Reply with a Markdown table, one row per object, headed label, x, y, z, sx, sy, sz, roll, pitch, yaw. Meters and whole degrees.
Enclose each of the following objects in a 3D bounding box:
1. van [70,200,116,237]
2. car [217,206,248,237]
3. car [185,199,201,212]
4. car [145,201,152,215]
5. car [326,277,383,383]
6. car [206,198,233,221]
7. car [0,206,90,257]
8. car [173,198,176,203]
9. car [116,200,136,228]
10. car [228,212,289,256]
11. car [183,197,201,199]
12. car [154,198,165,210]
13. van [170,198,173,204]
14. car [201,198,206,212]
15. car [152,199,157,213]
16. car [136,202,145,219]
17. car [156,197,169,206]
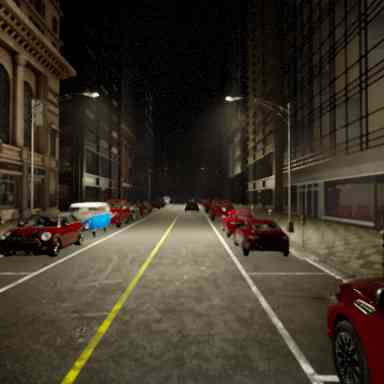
| label | x | y | z | sx | sy | sz | roll | pitch | yaw |
| --- | --- | --- | --- | --- | --- | --- | --- | --- | --- |
| van | -5.842 | 1.522 | 19.002 | 1.690 | 1.788 | 3.998 | 1 | -1 | 0 |
| car | 2.681 | 1.725 | 18.994 | 1.887 | 1.381 | 4.507 | 1 | -1 | 0 |
| car | 0.013 | 1.981 | 45.282 | 1.994 | 1.385 | 4.181 | 0 | 0 | 0 |
| car | -5.840 | 1.879 | 35.873 | 1.887 | 1.381 | 4.507 | 1 | -1 | 0 |
| car | 2.678 | 1.337 | 2.123 | 2.192 | 1.841 | 5.009 | 1 | -1 | 0 |
| car | 2.687 | 1.598 | 30.245 | 2.192 | 1.841 | 5.009 | 1 | -1 | 0 |
| car | -5.845 | 1.569 | 13.376 | 1.967 | 1.590 | 4.097 | 1 | -1 | 0 |
| car | -5.826 | 2.346 | 86.493 | 1.947 | 1.339 | 4.313 | 1 | -1 | 0 |
| car | -5.841 | 1.547 | 24.627 | 2.192 | 1.841 | 5.009 | 1 | -1 | 0 |
| car | 2.680 | 1.710 | 13.369 | 1.802 | 1.307 | 4.206 | 1 | -1 | 0 |
| car | 0.015 | 1.996 | 55.284 | 2.128 | 1.511 | 4.902 | 0 | 0 | 0 |
| car | -5.835 | 2.027 | 52.747 | 1.887 | 1.381 | 4.507 | 1 | -1 | 0 |
| van | -5.827 | 2.021 | 75.246 | 1.690 | 1.788 | 3.998 | 1 | -1 | 0 |
| car | 2.690 | 1.698 | 41.493 | 2.192 | 1.841 | 5.009 | 1 | -1 | 0 |
| car | -5.838 | 1.908 | 41.328 | 1.752 | 1.417 | 4.829 | 1 | -1 | 0 |
| car | -5.841 | 1.834 | 30.249 | 2.008 | 1.369 | 4.403 | 1 | -1 | 0 |
| car | -5.831 | 1.847 | 58.373 | 2.192 | 1.841 | 5.009 | 1 | -1 | 0 |
